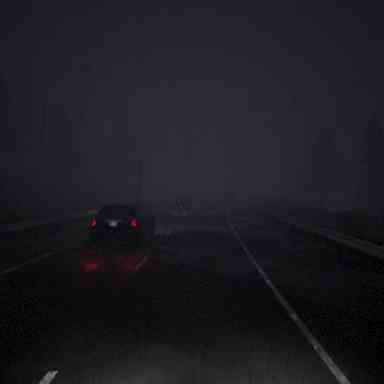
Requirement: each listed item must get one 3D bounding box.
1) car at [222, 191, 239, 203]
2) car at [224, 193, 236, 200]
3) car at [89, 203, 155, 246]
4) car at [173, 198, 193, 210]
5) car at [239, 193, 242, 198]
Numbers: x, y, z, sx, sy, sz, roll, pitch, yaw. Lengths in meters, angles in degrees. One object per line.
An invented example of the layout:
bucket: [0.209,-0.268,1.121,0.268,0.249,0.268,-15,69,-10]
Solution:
car: [6.418,0.886,57.522,2.150,2.045,5.566,0,0,10]
car: [8.493,0.954,73.994,2.033,1.411,5.357,0,0,13]
car: [-2.962,1.259,15.031,2.097,1.767,4.553,0,0,3]
car: [-0.947,1.365,39.205,1.895,1.301,4.718,0,0,7]
car: [12.457,0.919,89.924,1.895,1.301,4.718,0,0,14]
